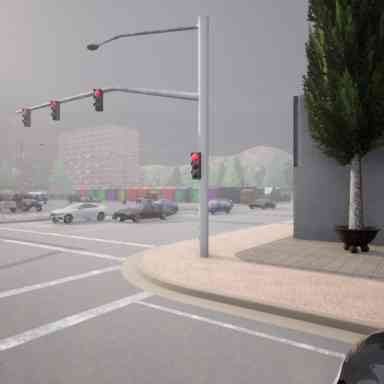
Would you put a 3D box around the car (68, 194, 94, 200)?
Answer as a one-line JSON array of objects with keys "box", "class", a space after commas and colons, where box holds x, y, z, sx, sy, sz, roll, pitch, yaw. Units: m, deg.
[{"box": [-21.292, 1.153, 62.635, 4.605, 1.855, 1.932, 0, 0, 35], "class": "car"}]

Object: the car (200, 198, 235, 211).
[{"box": [3.246, 1.492, 41.585, 2.128, 1.511, 4.902, 0, 0, 37], "class": "car"}]

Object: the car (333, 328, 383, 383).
[{"box": [3.319, 1.492, 1.599, 4.902, 1.511, 2.128, 0, 0, 36], "class": "car"}]

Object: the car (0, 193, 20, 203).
[{"box": [-36.798, 1.153, 66.784, 4.605, 1.855, 1.932, 0, 0, 35], "class": "car"}]

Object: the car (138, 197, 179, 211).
[{"box": [-3.205, 1.526, 32.917, 1.812, 1.442, 4.674, 0, 0, 37], "class": "car"}]

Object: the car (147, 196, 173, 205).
[{"box": [-5.287, 1.395, 54.909, 3.806, 1.475, 1.970, 0, 0, 35], "class": "car"}]

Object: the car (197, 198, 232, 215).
[{"box": [2.391, 1.526, 34.575, 1.812, 1.442, 4.674, 0, 0, 37], "class": "car"}]

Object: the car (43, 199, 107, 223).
[{"box": [-8.589, 1.526, 25.573, 1.812, 1.442, 4.674, 0, 0, 38], "class": "car"}]

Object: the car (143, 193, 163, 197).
[{"box": [-6.965, 1.156, 52.549, 3.866, 1.878, 1.905, 0, 0, 35], "class": "car"}]

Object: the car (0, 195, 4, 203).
[{"box": [-38.304, 1.364, 64.563, 3.905, 1.438, 1.784, 0, 0, 35], "class": "car"}]

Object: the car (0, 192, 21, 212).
[{"box": [-19.964, 1.153, 34.162, 4.605, 1.855, 1.932, 0, 0, 35], "class": "car"}]

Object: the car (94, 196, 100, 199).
[{"box": [-19.569, 1.364, 64.964, 3.905, 1.438, 1.784, 0, 0, 35], "class": "car"}]

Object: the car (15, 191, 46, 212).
[{"box": [-18.250, 1.156, 36.495, 3.866, 1.878, 1.905, 0, 0, 35], "class": "car"}]

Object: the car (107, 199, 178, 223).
[{"box": [-3.750, 1.547, 26.310, 2.033, 1.411, 5.357, 0, 0, 36], "class": "car"}]

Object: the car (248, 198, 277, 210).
[{"box": [9.388, 1.547, 43.951, 2.033, 1.411, 5.357, 0, 0, 37], "class": "car"}]
